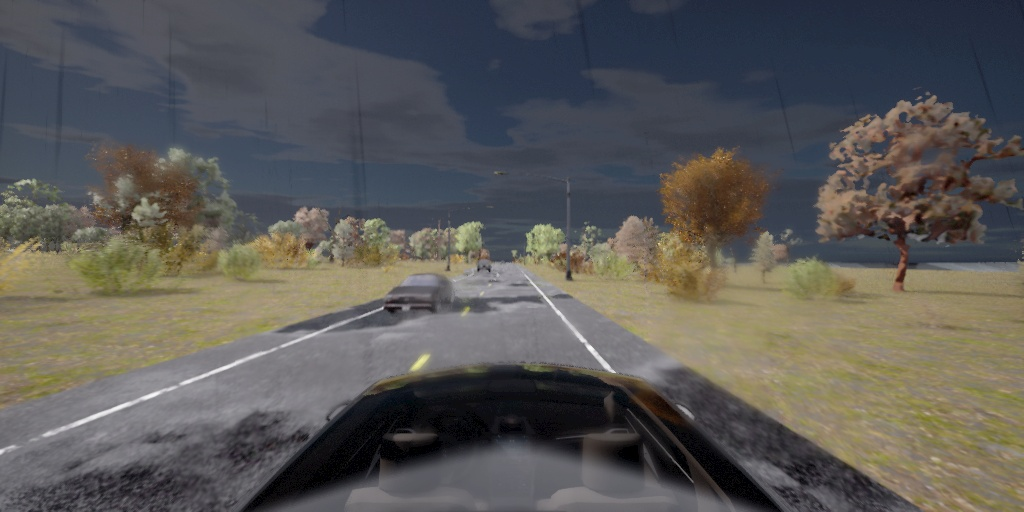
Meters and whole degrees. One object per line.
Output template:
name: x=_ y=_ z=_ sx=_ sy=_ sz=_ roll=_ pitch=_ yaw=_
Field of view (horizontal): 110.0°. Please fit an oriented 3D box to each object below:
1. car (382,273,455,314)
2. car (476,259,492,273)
car: x=-3.598 y=1.433 z=14.875 sx=2.033 sy=1.411 sz=5.357 roll=0 pitch=-1 yaw=0
car: x=-4.539 y=1.572 z=57.794 sx=2.150 sy=2.045 sz=5.566 roll=0 pitch=0 yaw=-6
